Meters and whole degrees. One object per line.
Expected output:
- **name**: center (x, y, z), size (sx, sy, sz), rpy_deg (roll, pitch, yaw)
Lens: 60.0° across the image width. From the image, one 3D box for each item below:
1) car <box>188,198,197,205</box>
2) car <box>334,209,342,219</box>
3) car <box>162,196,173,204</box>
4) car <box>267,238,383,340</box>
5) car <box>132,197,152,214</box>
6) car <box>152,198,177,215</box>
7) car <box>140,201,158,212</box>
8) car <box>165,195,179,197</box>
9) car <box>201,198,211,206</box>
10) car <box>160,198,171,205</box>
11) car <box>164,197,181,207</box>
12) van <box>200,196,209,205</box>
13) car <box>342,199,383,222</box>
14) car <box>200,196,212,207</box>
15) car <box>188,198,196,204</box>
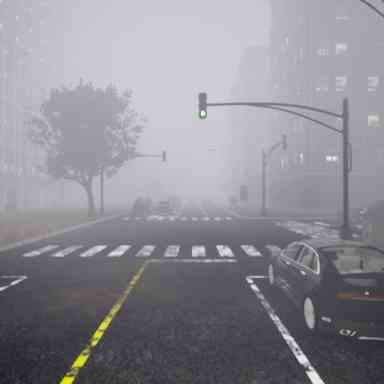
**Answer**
- **car**: center (0.117, 2.003, 67.904), size (2.033, 1.411, 5.357), rpy_deg (0, 0, 0)
- **car**: center (13.436, 1.504, 25.992), size (4.403, 1.369, 2.008), rpy_deg (-1, 0, -1)
- **car**: center (-5.663, 1.844, 77.640), size (2.192, 1.841, 5.009), rpy_deg (0, 0, 0)
- **car**: center (2.692, 1.591, 6.589), size (2.008, 1.369, 4.403), rpy_deg (0, 0, 0)
- **car**: center (-5.677, 1.567, 38.981), size (2.192, 1.841, 5.009), rpy_deg (0, 0, 0)
- **car**: center (-3.085, 1.747, 37.623), size (1.837, 1.490, 4.892), rpy_deg (0, 0, 0)
- **car**: center (-5.675, 1.856, 44.502), size (1.947, 1.339, 4.313), rpy_deg (0, 0, 0)
- **car**: center (-3.063, 1.608, 58.409), size (2.150, 2.045, 5.566), rpy_deg (0, 0, -1)
- **car**: center (2.714, 1.972, 66.760), size (1.752, 1.417, 4.829), rpy_deg (0, 0, 0)
- **car**: center (-5.665, 2.053, 72.116), size (1.947, 1.339, 4.313), rpy_deg (0, 0, 0)
- **car**: center (-3.077, 1.804, 47.830), size (2.128, 1.511, 4.902), rpy_deg (0, 0, 0)
- **van**: center (2.716, 1.828, 72.114), size (1.690, 1.788, 3.998), rpy_deg (0, 0, 0)
- **car**: center (13.493, 1.290, 23.394), size (4.553, 1.767, 2.097), rpy_deg (-1, 0, -1)
- **car**: center (2.712, 1.971, 61.067), size (1.947, 1.339, 4.313), rpy_deg (0, 0, 0)
- **car**: center (0.029, 2.132, 78.581), size (1.895, 1.301, 4.718), rpy_deg (0, 0, 0)
